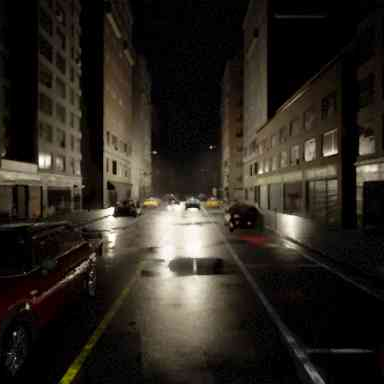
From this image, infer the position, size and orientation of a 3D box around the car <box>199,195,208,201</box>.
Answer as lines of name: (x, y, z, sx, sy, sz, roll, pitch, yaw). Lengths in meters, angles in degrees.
car: (2.895, 1.569, 83.923, 1.947, 1.339, 4.313, 0, 0, 0)

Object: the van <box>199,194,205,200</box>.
van: (2.899, 1.349, 94.926, 1.690, 1.788, 3.998, 0, 0, 0)

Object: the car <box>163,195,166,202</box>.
car: (-5.645, 1.544, 51.652, 2.008, 1.369, 4.403, 0, 0, 0)

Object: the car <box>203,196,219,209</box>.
car: (2.878, 1.517, 46.292, 1.752, 1.417, 4.829, 0, 0, 0)

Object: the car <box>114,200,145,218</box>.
car: (-5.656, 1.434, 29.550, 1.967, 1.590, 4.097, 0, 0, 0)

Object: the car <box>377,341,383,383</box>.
car: (2.857, 1.582, 1.916, 1.802, 1.307, 4.206, 0, 0, 0)

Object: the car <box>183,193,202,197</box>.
car: (0.025, 1.214, 54.119, 2.150, 2.045, 5.566, 0, 0, 0)

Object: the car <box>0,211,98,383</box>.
car: (-3.099, 1.352, 5.344, 2.097, 1.767, 4.553, 0, 0, 0)

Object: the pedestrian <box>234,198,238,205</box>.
pedestrian: (3.011, 1.289, 22.953, 0.375, 1.860, 0.375, 0, 0, -10)

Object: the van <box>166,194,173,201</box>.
van: (-5.631, 1.345, 83.927, 1.690, 1.788, 3.998, 0, 0, 0)

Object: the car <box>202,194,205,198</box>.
car: (2.892, 1.545, 78.422, 1.887, 1.381, 4.507, 0, 0, 0)

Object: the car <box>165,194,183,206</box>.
car: (-2.989, 1.486, 55.445, 2.128, 1.511, 4.902, 0, 0, 0)

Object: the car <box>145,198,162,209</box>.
car: (-5.648, 1.518, 45.957, 1.752, 1.417, 4.829, 0, 0, 0)

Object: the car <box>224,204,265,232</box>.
car: (3.009, 1.474, 19.951, 1.882, 1.535, 5.008, 0, 0, 0)

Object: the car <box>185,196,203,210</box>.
car: (0.098, 1.593, 42.509, 1.895, 1.301, 4.718, 0, 0, 0)
